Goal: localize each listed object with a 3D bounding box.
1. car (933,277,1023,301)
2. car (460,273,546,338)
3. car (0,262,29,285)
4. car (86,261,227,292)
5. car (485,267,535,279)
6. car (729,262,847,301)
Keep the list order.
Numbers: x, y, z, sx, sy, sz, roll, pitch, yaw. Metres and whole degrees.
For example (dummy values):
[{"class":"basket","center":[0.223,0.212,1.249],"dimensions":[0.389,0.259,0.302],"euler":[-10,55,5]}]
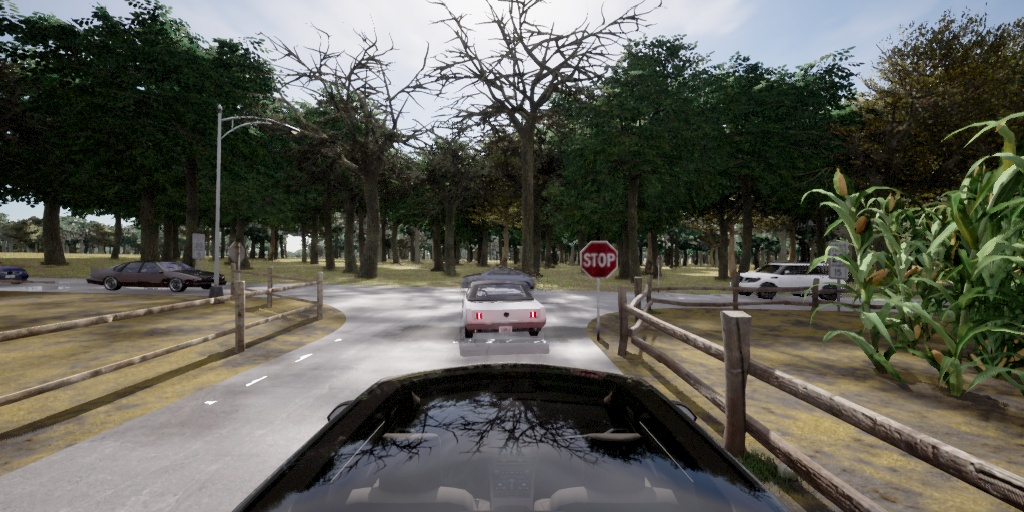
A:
[{"class":"car","center":[26.636,1.891,19.988],"dimensions":[5.008,1.535,1.882],"euler":[2,0,1]},{"class":"car","center":[-0.458,1.351,10.221],"dimensions":[1.895,1.301,4.718],"euler":[0,0,-8]},{"class":"car","center":[-26.498,0.678,17.291],"dimensions":[4.674,1.442,1.812],"euler":[1,0,0]},{"class":"car","center":[-16.976,0.924,17.248],"dimensions":[5.357,1.411,2.033],"euler":[1,0,0]},{"class":"car","center":[-0.751,1.329,20.121],"dimensions":[4.181,1.385,1.994],"euler":[1,0,0]},{"class":"car","center":[15.327,1.369,20.048],"dimensions":[5.566,2.045,2.150],"euler":[2,0,0]}]
